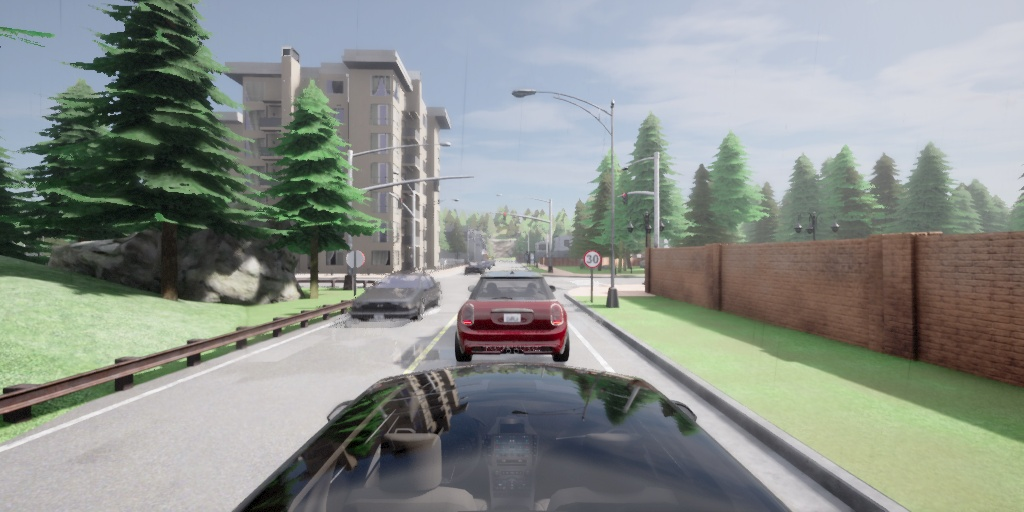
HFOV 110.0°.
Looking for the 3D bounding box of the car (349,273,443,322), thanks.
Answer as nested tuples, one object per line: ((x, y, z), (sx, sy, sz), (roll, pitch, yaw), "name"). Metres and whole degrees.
((-3.694, 1.296, 12.571), (2.033, 1.411, 5.357), (0, 0, -1), "car")

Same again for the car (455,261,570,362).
((0.004, 1.101, 8.384), (2.097, 1.767, 4.553), (0, 0, 0), "car")

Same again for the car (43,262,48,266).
((-30.933, 0.984, 24.692), (5.566, 2.045, 2.150), (0, 0, -1), "car")

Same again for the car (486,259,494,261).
((-4.028, 1.308, 51.217), (1.994, 1.385, 4.181), (0, 0, 0), "car")
